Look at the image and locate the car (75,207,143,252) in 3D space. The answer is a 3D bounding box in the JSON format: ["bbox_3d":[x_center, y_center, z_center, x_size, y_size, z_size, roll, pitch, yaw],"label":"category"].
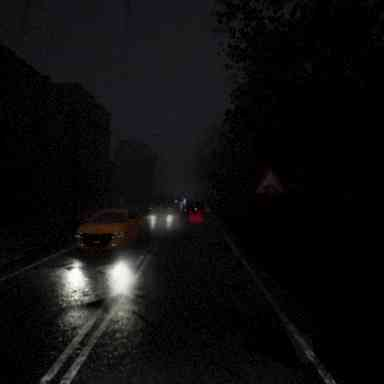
[{"bbox_3d":[-3.279,1.452,13.954,1.882,1.535,5.008,0,0,0],"label":"car"}]

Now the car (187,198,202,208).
[{"bbox_3d":[0.369,1.455,46.160,1.895,1.301,4.718,0,-1,1],"label":"car"}]

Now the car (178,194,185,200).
[{"bbox_3d":[-2.744,1.149,76.719,1.882,1.535,5.008,0,0,0],"label":"car"}]

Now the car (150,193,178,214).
[{"bbox_3d":[-3.015,1.144,34.764,2.150,2.045,5.566,0,0,1],"label":"car"}]

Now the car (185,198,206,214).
[{"bbox_3d":[0.365,1.428,34.779,1.837,1.490,4.892,0,0,0],"label":"car"}]
